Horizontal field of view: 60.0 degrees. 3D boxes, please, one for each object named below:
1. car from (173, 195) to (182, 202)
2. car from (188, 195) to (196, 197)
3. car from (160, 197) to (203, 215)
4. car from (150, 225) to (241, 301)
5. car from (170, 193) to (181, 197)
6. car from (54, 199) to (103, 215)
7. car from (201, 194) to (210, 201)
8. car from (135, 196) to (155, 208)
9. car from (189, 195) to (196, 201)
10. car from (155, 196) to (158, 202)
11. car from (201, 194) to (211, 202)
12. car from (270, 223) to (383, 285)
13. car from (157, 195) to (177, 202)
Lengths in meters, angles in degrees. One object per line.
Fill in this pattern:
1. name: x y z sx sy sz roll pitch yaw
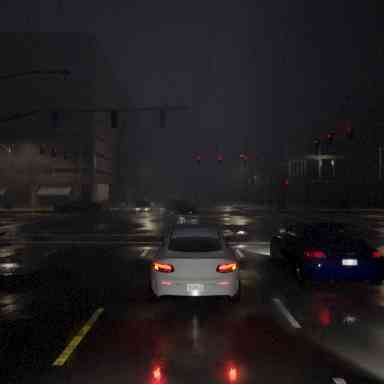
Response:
1. car: -3.469 1.468 79.883 1.882 1.535 5.008 0 0 0
2. car: 0.030 1.518 77.887 2.128 1.511 4.902 0 0 0
3. car: -1.179 1.504 33.244 2.033 1.411 5.357 0 0 -24
4. car: 0.073 1.526 8.177 1.812 1.442 4.674 0 0 0
5. car: -3.509 1.221 65.559 2.150 2.045 5.566 0 0 1
6. car: -11.405 1.478 33.662 4.674 1.442 1.812 0 1 -35
7. car: 3.534 1.316 86.968 2.097 1.767 4.553 0 0 0
8. car: -7.078 1.547 48.979 2.033 1.411 5.357 0 0 0
9. car: 0.034 1.493 87.215 1.812 1.442 4.674 0 0 0
10. car: -6.981 1.478 67.777 1.882 1.535 5.008 0 0 0
11. car: 3.531 1.546 78.443 1.994 1.385 4.181 0 0 0
12. car: 3.582 1.564 9.545 1.994 1.385 4.181 0 0 0
13. car: -3.574 1.525 48.589 1.812 1.442 4.674 0 0 0
